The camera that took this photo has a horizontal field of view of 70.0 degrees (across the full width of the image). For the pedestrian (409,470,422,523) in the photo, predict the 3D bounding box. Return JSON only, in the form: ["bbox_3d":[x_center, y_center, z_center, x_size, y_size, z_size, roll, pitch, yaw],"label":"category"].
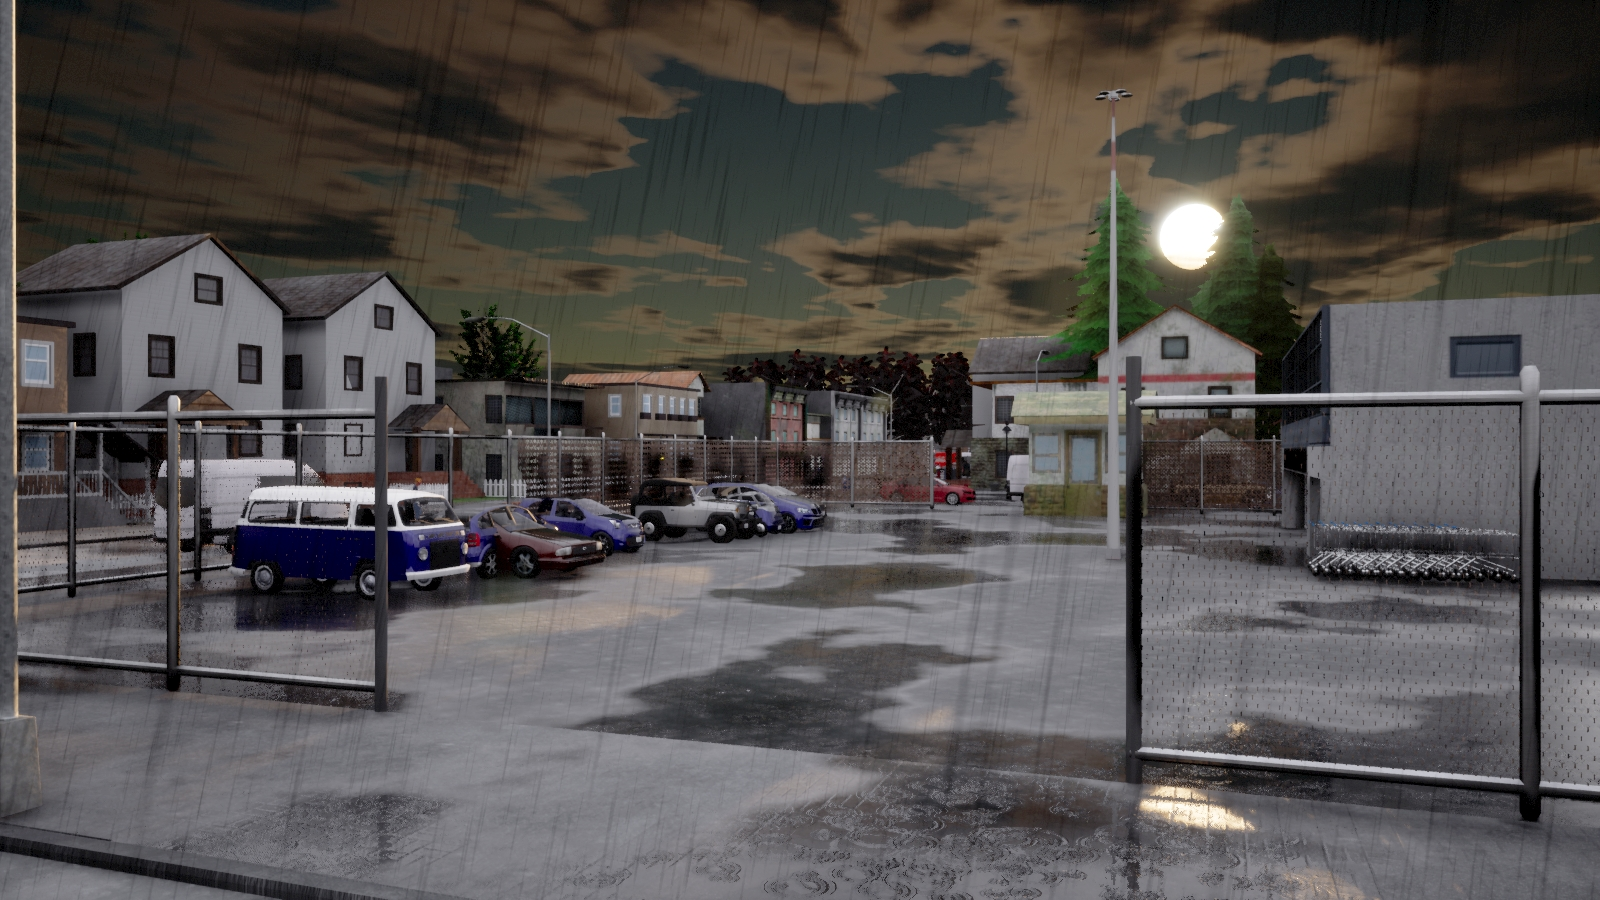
[{"bbox_3d":[-13.571,1.633,40.318,0.375,1.860,0.375,0,0,-28],"label":"pedestrian"}]

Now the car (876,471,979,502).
[{"bbox_3d":[6.522,1.843,58.394,4.892,1.480,2.231,0,0,19],"label":"car"}]

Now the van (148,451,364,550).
[{"bbox_3d":[-15.431,1.319,32.881,1.988,2.561,5.915,0,0,20],"label":"van"}]
